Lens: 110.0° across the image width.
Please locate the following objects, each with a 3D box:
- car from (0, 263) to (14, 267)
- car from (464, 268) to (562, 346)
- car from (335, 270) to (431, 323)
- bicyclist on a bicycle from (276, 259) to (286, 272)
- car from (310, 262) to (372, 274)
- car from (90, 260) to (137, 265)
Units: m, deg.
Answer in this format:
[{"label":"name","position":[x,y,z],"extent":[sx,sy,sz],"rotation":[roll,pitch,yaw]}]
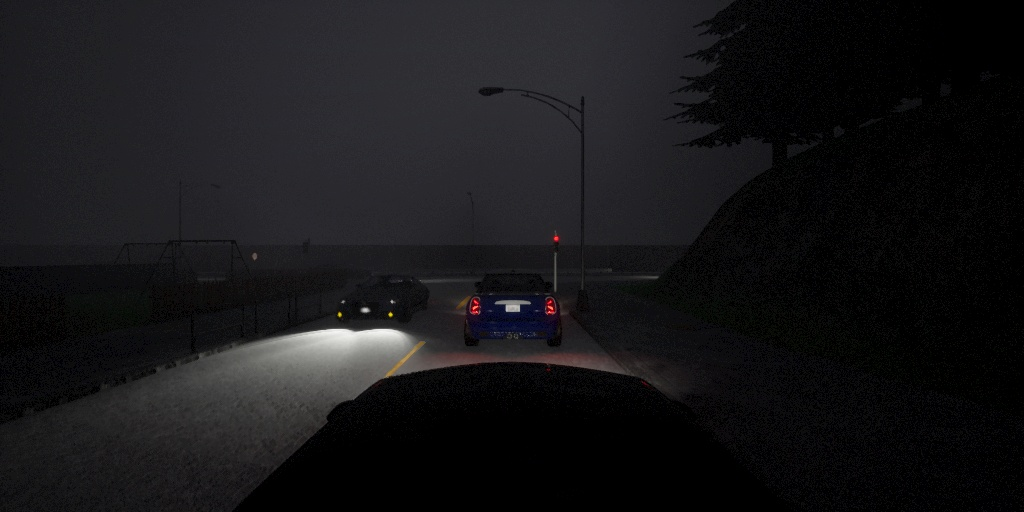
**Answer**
[{"label":"car","position":[-48.578,1.351,33.476],"extent":[4.718,1.301,1.895],"rotation":[0,0,1]},{"label":"car","position":[0.036,1.102,9.537],"extent":[2.097,1.767,4.553],"rotation":[0,0,0]},{"label":"car","position":[-4.070,1.314,11.939],"extent":[1.994,1.385,4.181],"rotation":[0,0,0]},{"label":"bicyclist on a bicycle","position":[-24.264,1.099,37.725],"extent":[0.582,1.620,1.656],"rotation":[0,0,0]},{"label":"car","position":[-13.841,1.242,29.324],"extent":[4.902,1.511,2.128],"rotation":[0,0,0]},{"label":"car","position":[-31.957,1.101,29.331],"extent":[4.553,1.767,2.097],"rotation":[0,0,0]}]
